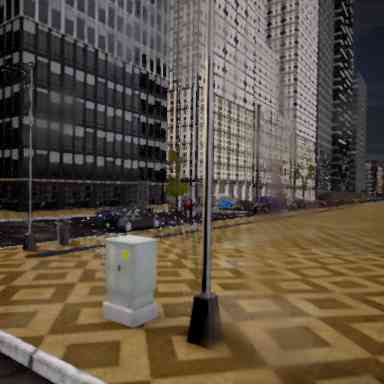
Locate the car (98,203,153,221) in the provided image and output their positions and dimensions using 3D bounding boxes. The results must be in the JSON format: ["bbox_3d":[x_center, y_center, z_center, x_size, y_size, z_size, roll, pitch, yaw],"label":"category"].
[{"bbox_3d":[-5.754,1.746,29.459,1.895,1.301,4.718,1,0,35],"label":"car"}]

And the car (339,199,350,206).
[{"bbox_3d":[34.681,2.440,77.545,1.947,1.339,4.313,1,0,35],"label":"car"}]

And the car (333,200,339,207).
[{"bbox_3d":[28.243,2.331,68.276,1.947,1.339,4.313,1,0,35],"label":"car"}]

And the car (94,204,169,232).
[{"bbox_3d":[-3.836,1.765,21.861,2.008,1.369,4.403,1,0,35],"label":"car"}]

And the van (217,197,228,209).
[{"bbox_3d":[5.275,1.662,49.891,1.690,1.788,3.998,1,0,35],"label":"van"}]

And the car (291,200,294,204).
[{"bbox_3d":[24.580,2.215,77.690,1.947,1.339,4.313,1,0,35],"label":"car"}]

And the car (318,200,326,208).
[{"bbox_3d":[21.806,2.238,59.008,1.802,1.307,4.206,1,0,35],"label":"car"}]

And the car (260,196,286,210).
[{"bbox_3d":[11.770,1.691,49.141,2.150,2.045,5.566,1,0,35],"label":"car"}]

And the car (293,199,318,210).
[{"bbox_3d":[18.588,2.167,54.373,1.947,1.339,4.313,1,0,35],"label":"car"}]

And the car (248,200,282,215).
[{"bbox_3d":[8.932,2.002,40.470,1.947,1.339,4.313,1,0,35],"label":"car"}]

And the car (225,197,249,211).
[{"bbox_3d":[7.104,1.875,47.863,1.837,1.490,4.892,1,0,35],"label":"car"}]

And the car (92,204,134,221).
[{"bbox_3d":[-4.899,1.727,25.196,2.033,1.411,5.357,1,0,37],"label":"car"}]

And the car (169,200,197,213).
[{"bbox_3d":[-1.161,1.650,40.624,1.967,1.590,4.097,1,0,35],"label":"car"}]

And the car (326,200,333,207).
[{"bbox_3d":[25.027,2.151,63.642,1.967,1.590,4.097,1,0,35],"label":"car"}]

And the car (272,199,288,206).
[{"bbox_3d":[18.144,2.122,68.423,1.802,1.307,4.206,1,0,35],"label":"car"}]
